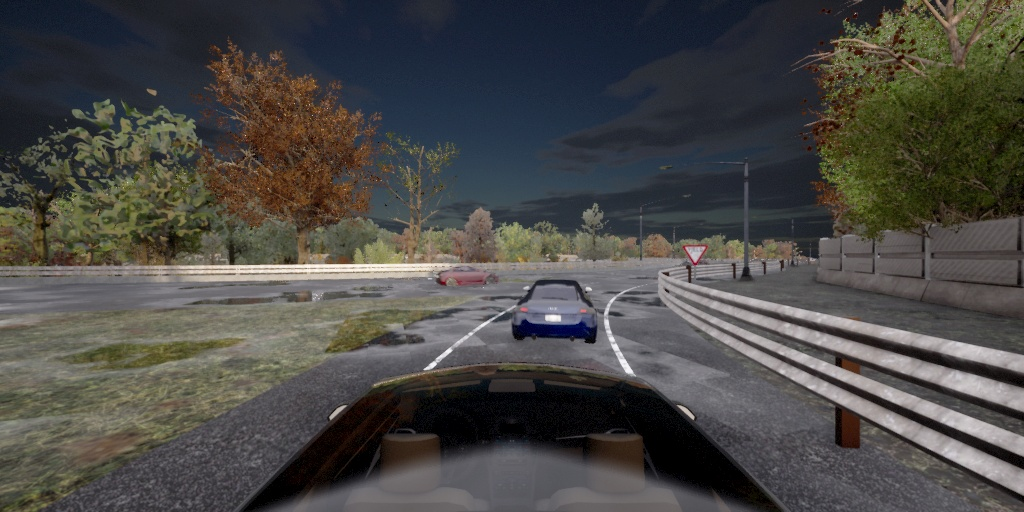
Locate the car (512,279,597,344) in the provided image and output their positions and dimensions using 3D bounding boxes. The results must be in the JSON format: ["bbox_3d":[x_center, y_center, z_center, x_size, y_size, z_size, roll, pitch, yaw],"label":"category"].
[{"bbox_3d":[1.218,1.317,9.762,1.994,1.385,4.181,0,0,9],"label":"car"}]

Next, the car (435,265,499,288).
[{"bbox_3d":[-3.008,1.320,23.940,4.181,1.385,1.994,0,0,-27],"label":"car"}]
